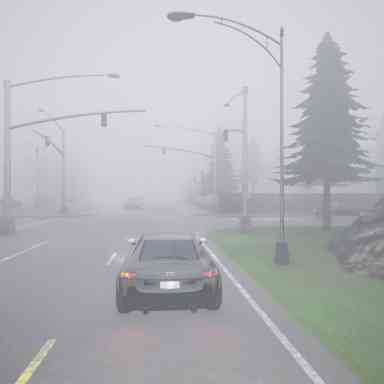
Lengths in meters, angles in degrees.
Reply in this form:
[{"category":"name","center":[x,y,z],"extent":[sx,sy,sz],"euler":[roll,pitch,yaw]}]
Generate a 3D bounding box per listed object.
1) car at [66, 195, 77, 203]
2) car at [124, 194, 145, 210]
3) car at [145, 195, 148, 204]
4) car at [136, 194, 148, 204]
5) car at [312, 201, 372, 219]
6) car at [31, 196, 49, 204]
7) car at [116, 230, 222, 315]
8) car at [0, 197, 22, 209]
[{"category":"car","center":[-23.555,1.373,64.347],"extent":[1.845,1.501,3.633],"euler":[0,0,-5]},{"category":"car","center":[-7.608,1.352,43.092],"extent":[2.097,1.767,4.553],"euler":[0,0,-5]},{"category":"car","center":[-8.538,1.564,52.942],"extent":[1.994,1.385,4.181],"euler":[0,0,-5]},{"category":"car","center":[-9.477,1.352,63.152],"extent":[2.097,1.767,4.553],"euler":[0,0,-5]},{"category":"car","center":[12.716,1.491,28.334],"extent":[4.902,1.511,2.128],"euler":[0,0,-7]},{"category":"car","center":[-25.893,1.384,56.700],"extent":[1.970,1.475,3.806],"euler":[0,0,-5]},{"category":"car","center":[-0.556,1.564,7.701],"extent":[1.994,1.385,4.181],"euler":[0,0,-5]},{"category":"car","center":[-21.330,1.339,38.409],"extent":[2.007,1.523,4.514],"euler":[0,0,-5]}]
